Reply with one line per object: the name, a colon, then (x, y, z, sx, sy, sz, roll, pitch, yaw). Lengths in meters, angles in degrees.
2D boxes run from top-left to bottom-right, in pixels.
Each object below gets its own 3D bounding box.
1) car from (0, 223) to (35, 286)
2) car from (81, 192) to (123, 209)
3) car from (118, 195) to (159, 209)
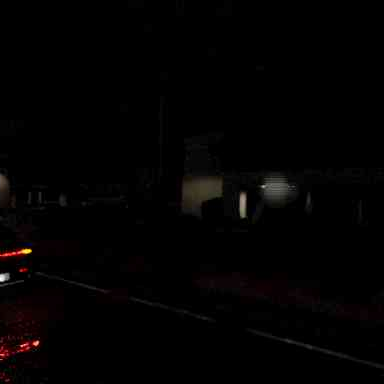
car: (-5.690, 1.440, 8.073, 4.892, 1.490, 1.837, 0, 0, 37)
car: (-10.670, 0.995, 40.444, 2.150, 2.045, 5.566, 0, 0, 36)
car: (-6.280, 1.399, 40.570, 1.895, 1.301, 4.718, 0, 0, 36)
